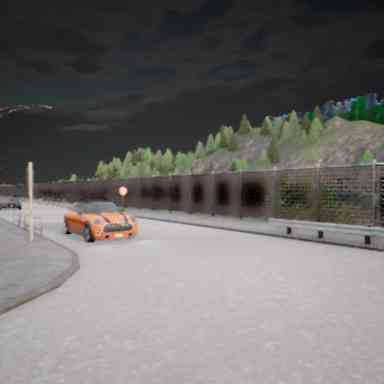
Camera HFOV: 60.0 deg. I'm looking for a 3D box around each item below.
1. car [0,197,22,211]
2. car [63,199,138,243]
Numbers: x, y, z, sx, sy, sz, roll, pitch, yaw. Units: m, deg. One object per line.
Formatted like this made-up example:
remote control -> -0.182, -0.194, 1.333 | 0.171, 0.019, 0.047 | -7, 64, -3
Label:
car -> -19.328, 1.181, 35.029 | 1.994, 1.385, 4.181 | -1, 1, -37
car -> -4.291, 1.163, 15.219 | 2.097, 1.767, 4.553 | -1, 1, -37
